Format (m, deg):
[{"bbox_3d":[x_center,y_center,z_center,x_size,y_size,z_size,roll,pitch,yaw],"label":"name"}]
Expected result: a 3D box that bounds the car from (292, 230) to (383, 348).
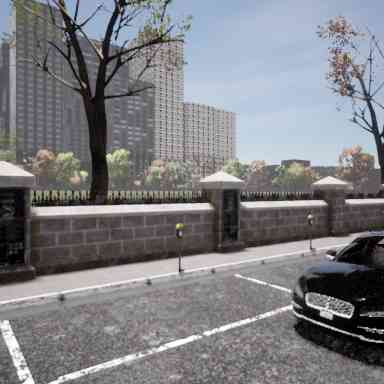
[{"bbox_3d":[3.895,1.507,6.171,4.892,1.490,1.837,0,0,-36],"label":"car"}]
